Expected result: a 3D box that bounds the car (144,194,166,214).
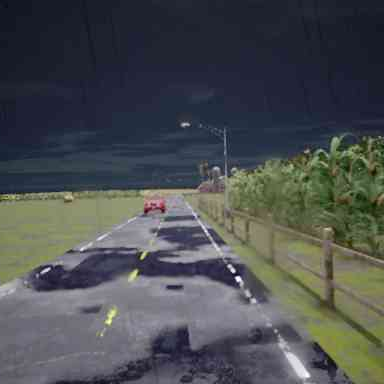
[{"bbox_3d":[-4.112,1.276,37.452,2.150,2.045,5.566,-2,0,-2],"label":"car"}]
